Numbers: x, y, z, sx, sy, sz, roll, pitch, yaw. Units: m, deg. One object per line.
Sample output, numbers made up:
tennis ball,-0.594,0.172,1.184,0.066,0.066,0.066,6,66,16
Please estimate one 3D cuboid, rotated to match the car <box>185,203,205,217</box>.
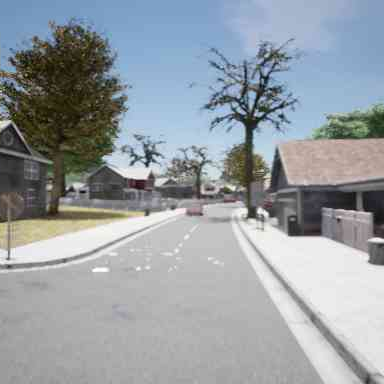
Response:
car,0.348,2.044,38.449,1.812,1.442,4.674,-1,-1,7
